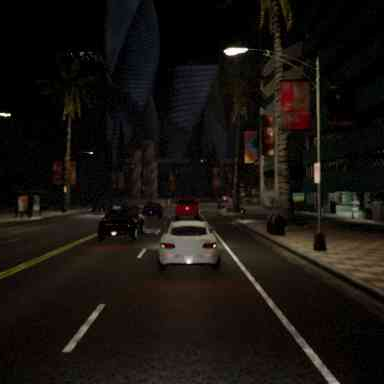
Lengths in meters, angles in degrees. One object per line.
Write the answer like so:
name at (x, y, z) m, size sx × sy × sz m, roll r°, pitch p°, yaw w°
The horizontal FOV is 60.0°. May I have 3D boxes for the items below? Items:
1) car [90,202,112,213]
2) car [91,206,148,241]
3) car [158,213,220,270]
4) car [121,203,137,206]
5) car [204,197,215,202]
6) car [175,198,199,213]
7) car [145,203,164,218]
car at (-11.194, 2.004, 41.537) m, size 1.837 × 1.490 × 4.892 m, roll 0°, pitch -1°, yaw 1°
car at (-3.717, 1.719, 18.036) m, size 1.837 × 1.490 × 4.892 m, roll 0°, pitch -1°, yaw -1°
car at (-0.115, 1.656, 11.367) m, size 1.812 × 1.442 × 4.674 m, roll 0°, pitch -1°, yaw -1°
car at (-7.710, 2.047, 40.904) m, size 1.994 × 1.385 × 4.181 m, roll 0°, pitch -1°, yaw 0°
car at (4.058, 2.026, 79.220) m, size 4.674 × 1.442 × 1.812 m, roll 0°, pitch -1°, yaw -41°
car at (-0.481, 1.591, 32.374) m, size 2.150 × 2.045 × 5.566 m, roll 0°, pitch -1°, yaw -1°
car at (-4.023, 1.883, 34.799) m, size 1.882 × 1.535 × 5.008 m, roll 0°, pitch -1°, yaw -1°
